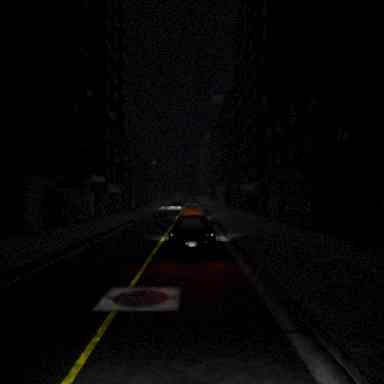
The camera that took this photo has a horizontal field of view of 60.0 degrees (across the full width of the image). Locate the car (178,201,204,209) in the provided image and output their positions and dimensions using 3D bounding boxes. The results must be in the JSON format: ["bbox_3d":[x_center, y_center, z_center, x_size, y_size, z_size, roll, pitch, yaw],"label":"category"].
[{"bbox_3d":[0.019,1.762,29.237,1.882,1.535,5.008,0,0,0],"label":"car"}]

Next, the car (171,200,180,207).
[{"bbox_3d":[-3.027,2.183,64.980,1.895,1.301,4.718,0,0,0],"label":"car"}]

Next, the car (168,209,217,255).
[{"bbox_3d":[0.018,1.663,13.893,1.812,1.442,4.674,0,0,0],"label":"car"}]

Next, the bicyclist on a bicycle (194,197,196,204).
[{"bbox_3d":[0.805,2.061,85.758,0.659,1.776,1.843,0,0,0],"label":"bicyclist on a bicycle"}]

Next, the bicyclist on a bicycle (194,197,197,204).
[{"bbox_3d":[0.809,2.100,76.763,0.582,1.620,1.656,0,-1,0],"label":"bicyclist on a bicycle"}]
